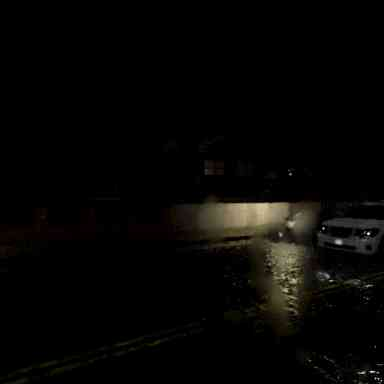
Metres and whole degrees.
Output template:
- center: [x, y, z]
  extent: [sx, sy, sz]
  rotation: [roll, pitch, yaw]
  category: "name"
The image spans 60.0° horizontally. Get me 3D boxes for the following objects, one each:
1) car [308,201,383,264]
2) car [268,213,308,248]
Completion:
- center: [7.191, 1.363, 12.818]
  extent: [5.566, 2.045, 2.150]
  rotation: [1, 0, -36]
  category: "car"
- center: [5.508, 1.709, 15.610]
  extent: [4.181, 1.385, 1.994]
  rotation: [1, 0, -36]
  category: "car"
